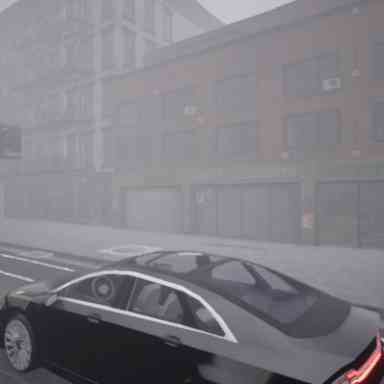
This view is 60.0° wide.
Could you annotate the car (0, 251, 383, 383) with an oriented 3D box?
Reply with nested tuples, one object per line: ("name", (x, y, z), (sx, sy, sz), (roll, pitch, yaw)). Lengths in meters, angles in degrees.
("car", (-0.428, 1.489, 3.986), (4.902, 1.511, 2.128), (-1, 0, 36))
